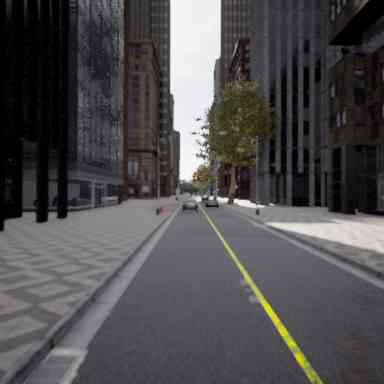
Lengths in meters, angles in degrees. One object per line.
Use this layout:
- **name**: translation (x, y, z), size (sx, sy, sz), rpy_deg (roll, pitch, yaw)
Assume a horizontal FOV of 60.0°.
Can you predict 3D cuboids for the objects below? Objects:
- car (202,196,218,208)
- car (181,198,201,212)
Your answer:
- **car**: translation (2.953, 1.659, 51.055), size (1.994, 1.385, 4.181), rpy_deg (0, 0, 0)
- **car**: translation (-0.199, 1.555, 38.626), size (1.837, 1.490, 4.892), rpy_deg (0, -1, 0)
